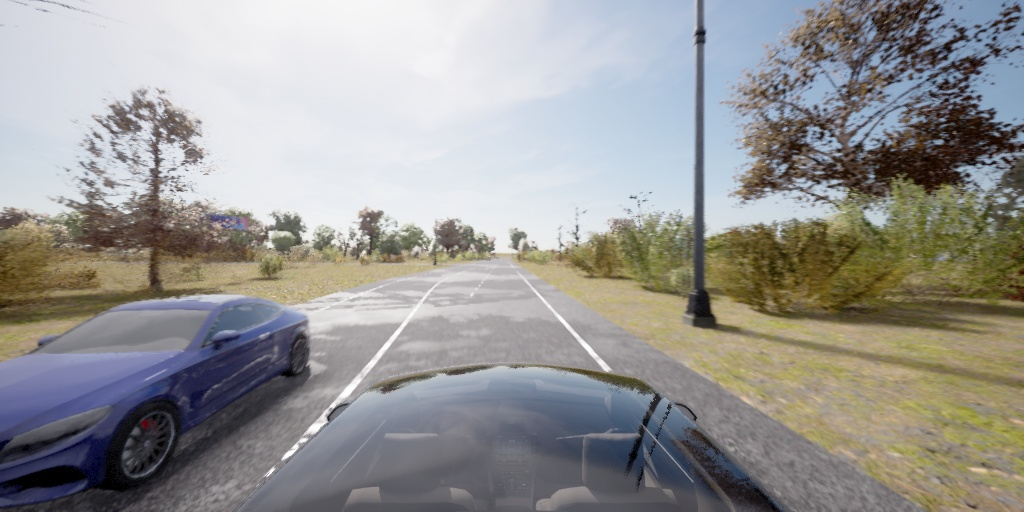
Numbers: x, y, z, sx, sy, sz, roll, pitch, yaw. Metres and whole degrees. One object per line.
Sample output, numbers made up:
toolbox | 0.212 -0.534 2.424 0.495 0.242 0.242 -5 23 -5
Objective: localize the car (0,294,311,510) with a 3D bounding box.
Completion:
car | -4.252 1.266 4.575 1.812 1.442 4.674 0 0 -7
